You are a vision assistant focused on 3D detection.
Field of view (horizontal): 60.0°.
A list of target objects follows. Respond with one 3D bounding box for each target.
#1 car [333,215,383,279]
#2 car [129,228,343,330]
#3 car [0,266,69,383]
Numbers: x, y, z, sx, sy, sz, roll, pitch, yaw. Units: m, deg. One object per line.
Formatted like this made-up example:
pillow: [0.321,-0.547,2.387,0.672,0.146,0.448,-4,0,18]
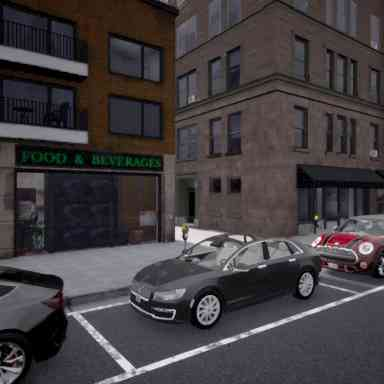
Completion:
car: [5.375,1.443,10.016,4.097,1.590,1.967,0,0,-35]
car: [0.880,1.551,6.815,4.403,1.369,2.008,0,0,-35]
car: [-3.615,1.566,3.614,4.313,1.339,1.947,0,0,-35]
